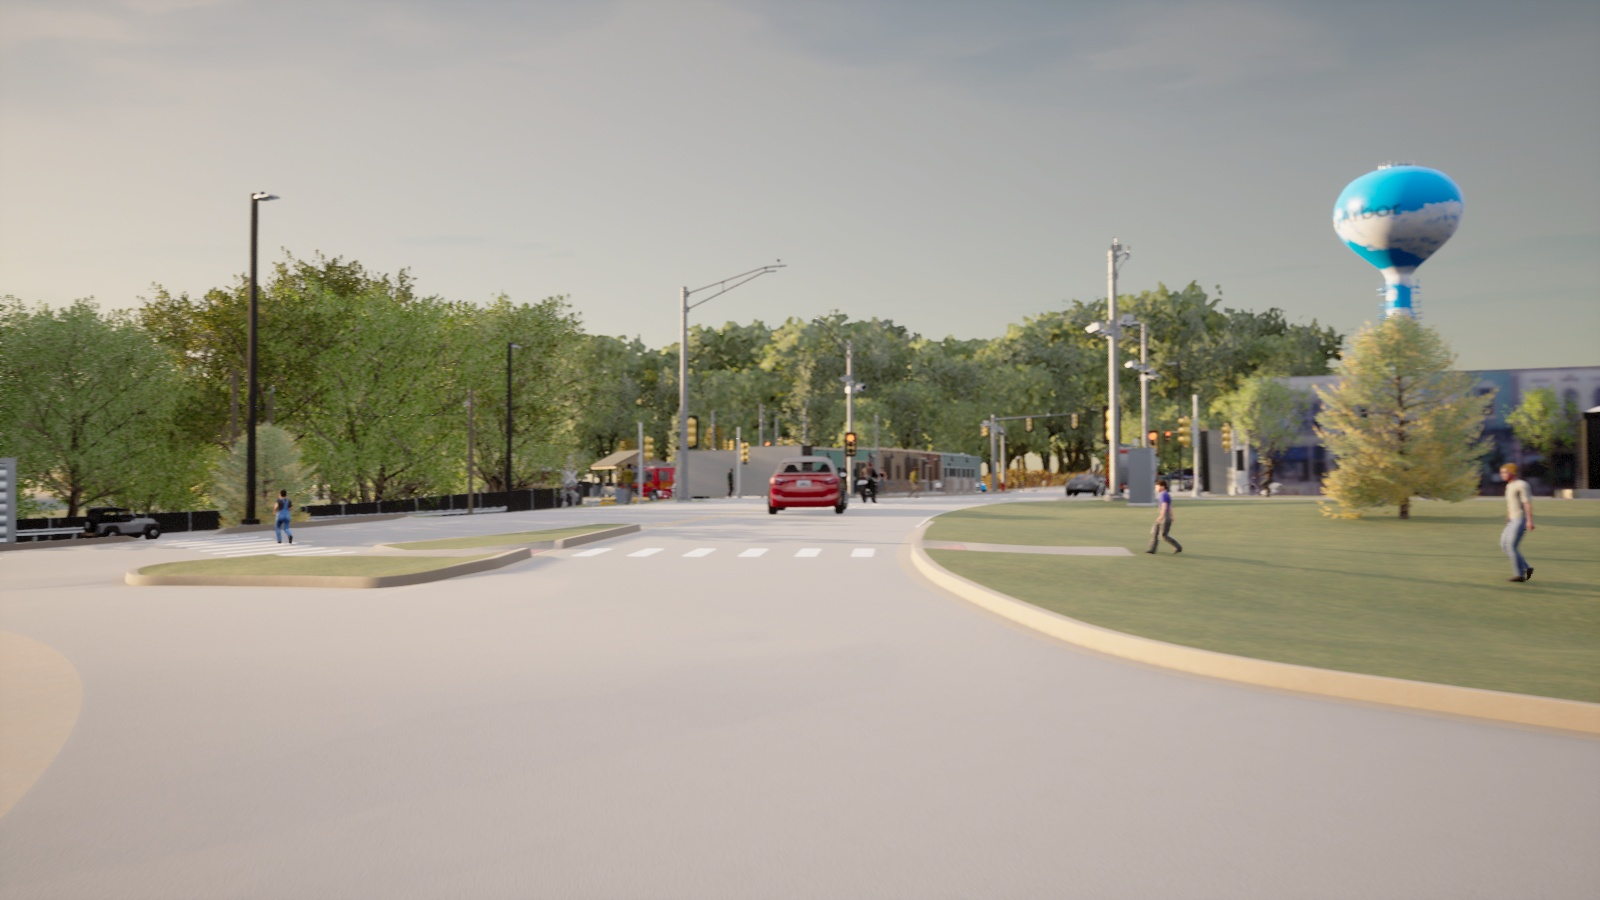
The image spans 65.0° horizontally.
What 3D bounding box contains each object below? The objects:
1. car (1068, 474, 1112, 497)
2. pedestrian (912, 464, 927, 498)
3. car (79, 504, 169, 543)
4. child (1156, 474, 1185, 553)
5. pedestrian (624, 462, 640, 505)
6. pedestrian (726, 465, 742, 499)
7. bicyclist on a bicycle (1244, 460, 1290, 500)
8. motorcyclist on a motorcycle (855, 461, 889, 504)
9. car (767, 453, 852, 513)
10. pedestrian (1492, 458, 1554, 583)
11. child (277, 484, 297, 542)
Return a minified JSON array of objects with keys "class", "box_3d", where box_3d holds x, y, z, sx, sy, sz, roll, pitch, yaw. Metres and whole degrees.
[{"class":"car","box_3d":[18.060,2.215,78.141,1.994,1.385,4.181,-1,-2,22]},{"class":"pedestrian","box_3d":[6.493,1.696,68.186,0.726,1.835,0.370,-1,-2,22]},{"class":"car","box_3d":[-36.201,3.897,67.330,1.905,1.878,3.866,-1,-1,29]},{"class":"child","box_3d":[5.938,1.016,20.127,0.437,1.263,0.270,-1,-2,16]},{"class":"pedestrian","box_3d":[-7.322,1.458,54.732,0.431,1.840,0.709,-1,-2,22]},{"class":"pedestrian","box_3d":[-3.827,1.884,72.952,0.788,1.949,0.423,-1,-2,31]},{"class":"bicyclist on a bicycle","box_3d":[21.066,1.359,56.653,1.843,1.776,0.659,-1,-2,28]},{"class":"motorcyclist on a motorcycle","box_3d":[2.640,1.172,45.701,0.797,1.523,2.044,-1,-2,16]},{"class":"car","box_3d":[0.362,0.929,37.158,2.242,1.667,4.611,-1,0,4]},{"class":"pedestrian","box_3d":[10.780,1.047,18.734,0.706,1.836,0.354,-1,-2,17]},{"class":"child","box_3d":[-11.226,1.379,27.458,0.270,1.263,0.437,2,-3,-40]}]
